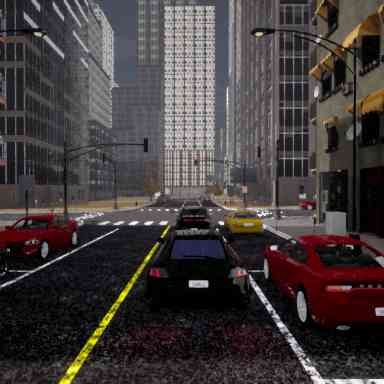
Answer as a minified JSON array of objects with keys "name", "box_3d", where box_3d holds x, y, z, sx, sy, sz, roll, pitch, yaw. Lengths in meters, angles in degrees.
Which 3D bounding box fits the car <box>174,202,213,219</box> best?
[{"name":"car","box_3d":[0.088,1.503,17.763,1.837,1.490,4.892,0,0,-1]}]

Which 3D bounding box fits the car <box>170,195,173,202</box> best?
[{"name":"car","box_3d":[-5.659,1.313,67.034,2.192,1.841,5.009,-1,0,0]}]

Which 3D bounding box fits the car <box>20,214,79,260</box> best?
[{"name":"car","box_3d":[-5.691,1.543,12.438,1.887,1.381,4.507,-1,0,0]}]

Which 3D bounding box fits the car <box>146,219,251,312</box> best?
[{"name":"car","box_3d":[0.108,1.563,7.778,1.994,1.385,4.181,0,0,0]}]

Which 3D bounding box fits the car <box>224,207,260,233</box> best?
[{"name":"car","box_3d":[2.693,1.523,18.112,1.752,1.417,4.829,-1,0,0]}]

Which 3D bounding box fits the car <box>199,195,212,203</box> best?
[{"name":"car","box_3d":[2.718,1.437,61.468,1.967,1.590,4.097,-1,0,0]}]

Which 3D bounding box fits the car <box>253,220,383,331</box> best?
[{"name":"car","box_3d":[2.686,1.544,6.895,1.887,1.381,4.507,-1,0,0]}]

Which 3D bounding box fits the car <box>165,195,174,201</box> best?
[{"name":"car","box_3d":[-5.648,1.524,83.543,1.752,1.417,4.829,-1,0,0]}]

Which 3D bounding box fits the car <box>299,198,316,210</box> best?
[{"name":"car","box_3d":[14.274,1.256,37.060,4.507,1.381,1.887,-1,1,0]}]

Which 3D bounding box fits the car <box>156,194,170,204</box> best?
[{"name":"car","box_3d":[-5.660,1.542,61.474,1.887,1.381,4.507,-1,0,0]}]

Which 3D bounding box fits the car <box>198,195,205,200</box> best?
[{"name":"car","box_3d":[2.741,1.582,94.826,1.802,1.307,4.206,-1,0,0]}]

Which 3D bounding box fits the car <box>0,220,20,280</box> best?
[{"name":"car","box_3d":[-5.696,1.439,6.914,1.967,1.590,4.097,-1,0,0]}]

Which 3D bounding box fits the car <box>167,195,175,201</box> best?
[{"name":"car","box_3d":[-5.643,1.544,89.272,1.887,1.381,4.507,-1,0,0]}]
